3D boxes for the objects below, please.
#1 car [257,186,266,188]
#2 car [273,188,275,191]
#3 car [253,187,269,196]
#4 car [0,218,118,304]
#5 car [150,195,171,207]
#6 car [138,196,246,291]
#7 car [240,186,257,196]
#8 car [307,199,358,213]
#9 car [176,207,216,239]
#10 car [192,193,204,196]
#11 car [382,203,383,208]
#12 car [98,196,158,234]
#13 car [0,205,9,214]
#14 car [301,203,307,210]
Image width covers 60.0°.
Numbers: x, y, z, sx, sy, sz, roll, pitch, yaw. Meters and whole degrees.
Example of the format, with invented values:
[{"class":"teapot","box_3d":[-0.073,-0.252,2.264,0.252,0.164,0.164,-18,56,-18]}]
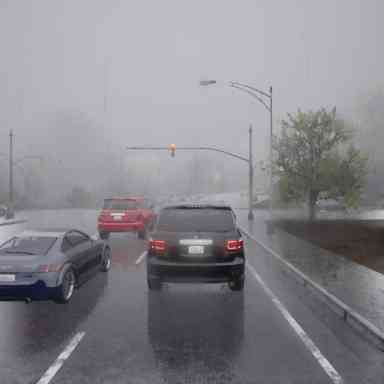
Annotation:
[{"class":"car","box_3d":[19.620,-0.763,93.023,2.150,2.045,5.566,0,3,37]},{"class":"car","box_3d":[23.217,-0.477,92.003,2.033,1.411,5.357,0,3,37]},{"class":"car","box_3d":[17.511,0.264,83.616,1.895,1.301,4.718,0,3,33]},{"class":"car","box_3d":[-3.408,1.574,8.211,1.994,1.385,4.181,0,0,2]},{"class":"car","box_3d":[-5.391,1.467,56.892,2.097,1.767,4.553,0,1,16]},{"class":"car","box_3d":[0.100,1.234,9.215,2.150,2.045,5.566,0,0,0]},{"class":"car","box_3d":[13.942,0.093,84.488,2.097,1.767,4.553,0,3,33]},{"class":"car","box_3d":[15.967,1.646,37.556,4.718,1.301,1.895,-1,0,3]},{"class":"car","box_3d":[0.244,1.605,18.443,1.994,1.385,4.181,0,0,2]},{"class":"car","box_3d":[1.164,1.076,75.200,2.128,1.511,4.902,0,2,23]},{"class":"car","box_3d":[25.866,1.350,40.497,4.892,1.490,1.837,-2,0,3]},{"class":"car","box_3d":[-3.287,1.260,17.613,2.150,2.045,5.566,0,0,1]},{"class":"car","box_3d":[-22.438,1.741,36.034,4.902,1.511,2.128,-1,0,2]},{"class":"car","box_3d":[16.072,1.549,41.056,4.902,1.511,2.128,-1,0,3]}]
